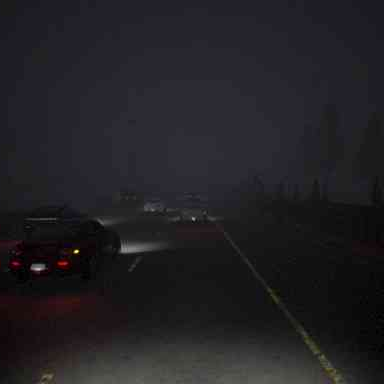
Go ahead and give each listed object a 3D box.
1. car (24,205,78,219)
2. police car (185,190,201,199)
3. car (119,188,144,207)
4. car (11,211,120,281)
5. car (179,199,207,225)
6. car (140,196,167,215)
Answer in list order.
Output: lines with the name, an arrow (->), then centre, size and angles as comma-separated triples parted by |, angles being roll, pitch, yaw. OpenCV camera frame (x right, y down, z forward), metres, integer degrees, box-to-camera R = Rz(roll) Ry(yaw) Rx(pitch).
car -> -6.904, 1.437, 17.347 | 2.128, 1.511, 4.902 | 0, 0, 0
police car -> 0.076, 0.528, 42.299 | 2.038, 1.542, 4.974 | 0, 5, 0
car -> -6.911, 0.572, 38.151 | 2.150, 2.045, 5.566 | 0, 4, 0
car -> -3.402, 1.495, 9.667 | 1.812, 1.442, 4.674 | 0, 0, 0
car -> 0.095, 1.448, 23.185 | 1.812, 1.442, 4.674 | 0, 0, 0
car -> -3.406, 1.266, 31.040 | 1.812, 1.442, 4.674 | 0, 2, 0
